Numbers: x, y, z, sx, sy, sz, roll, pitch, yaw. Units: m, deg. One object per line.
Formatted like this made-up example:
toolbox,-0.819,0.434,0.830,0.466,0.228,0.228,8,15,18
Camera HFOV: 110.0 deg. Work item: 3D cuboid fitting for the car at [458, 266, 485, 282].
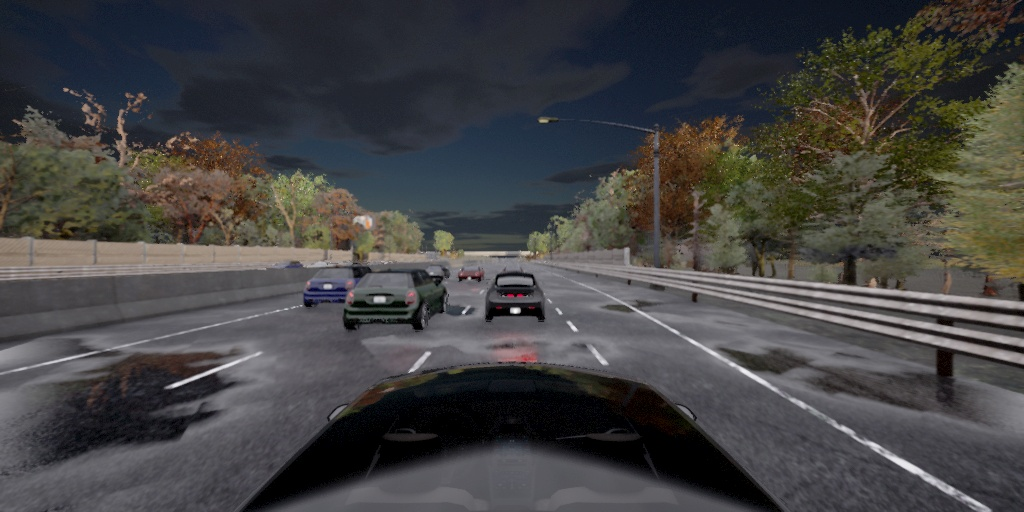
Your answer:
car,-3.404,1.513,30.856,1.895,1.301,4.718,0,0,0

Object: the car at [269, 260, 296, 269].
car,-28.074,1.351,44.720,2.097,1.767,4.553,0,0,0

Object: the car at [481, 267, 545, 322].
car,0.098,1.312,12.596,1.837,1.490,4.892,0,0,0

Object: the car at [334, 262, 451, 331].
car,-3.401,1.152,11.347,2.097,1.767,4.553,0,0,0

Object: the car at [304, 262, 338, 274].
car,-24.575,1.535,46.334,1.812,1.442,4.674,0,-1,0

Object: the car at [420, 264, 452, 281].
car,-6.904,1.489,32.948,1.994,1.385,4.181,0,0,0

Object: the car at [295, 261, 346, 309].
car,-6.902,1.175,15.567,2.097,1.767,4.553,0,0,0
